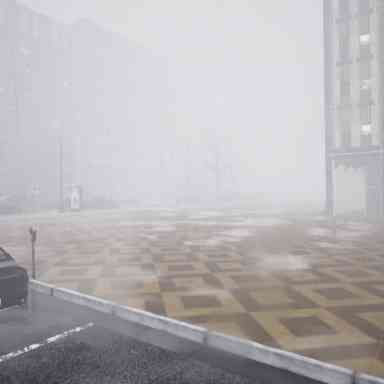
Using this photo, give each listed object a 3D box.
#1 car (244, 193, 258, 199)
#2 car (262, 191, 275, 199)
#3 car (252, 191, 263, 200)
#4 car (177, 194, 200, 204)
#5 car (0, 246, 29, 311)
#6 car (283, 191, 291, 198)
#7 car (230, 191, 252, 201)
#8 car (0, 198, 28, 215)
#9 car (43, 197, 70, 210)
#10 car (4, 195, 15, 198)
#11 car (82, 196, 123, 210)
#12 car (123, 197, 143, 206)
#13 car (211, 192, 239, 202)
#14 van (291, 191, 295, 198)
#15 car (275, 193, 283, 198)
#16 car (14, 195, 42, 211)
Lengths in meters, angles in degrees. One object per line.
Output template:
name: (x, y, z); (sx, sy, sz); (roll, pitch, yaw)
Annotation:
car: (15.380, 1.040, 86.961); (1.947, 1.339, 4.313); (-1, 0, 36)
car: (15.685, 0.740, 73.091); (2.192, 1.841, 5.009); (-1, 0, 36)
car: (12.447, 1.046, 68.613); (1.802, 1.307, 4.206); (-1, 0, 36)
car: (-0.515, 1.062, 50.700); (1.967, 1.590, 4.097); (-1, 0, 36)
car: (-4.945, 1.553, 6.570); (4.403, 1.369, 2.008); (0, -1, 35)
car: (22.168, 0.932, 82.048); (1.802, 1.307, 4.206); (-1, 0, 36)
car: (9.207, 1.048, 64.135); (1.887, 1.381, 4.507); (-1, 0, 36)
car: (-16.714, 1.413, 28.309); (1.802, 1.307, 4.206); (-1, 0, 36)
car: (-15.112, 1.360, 40.406); (1.812, 1.442, 4.674); (-1, 0, 36)
car: (-20.675, 1.385, 32.710); (1.882, 1.535, 5.008); (-1, 0, 37)
car: (-10.235, 1.186, 37.266); (1.967, 1.590, 4.097); (-1, 0, 36)
car: (-9.405, 1.361, 48.290); (1.895, 1.301, 4.718); (-1, 0, 36)
car: (5.967, 1.093, 59.657); (2.008, 1.369, 4.403); (-1, 0, 36)
van: (25.406, 0.654, 86.526); (1.690, 1.788, 3.998); (-1, 0, 36)
car: (18.927, 0.938, 77.569); (2.008, 1.369, 4.403); (-1, 0, 36)
car: (-20.265, 1.228, 37.701); (2.192, 1.841, 5.009); (-1, 0, 36)
